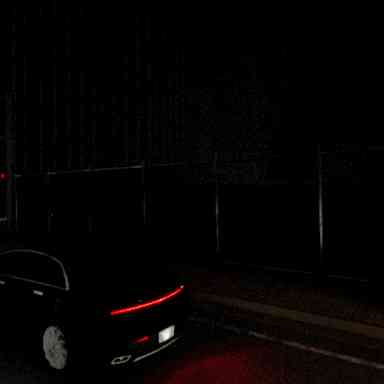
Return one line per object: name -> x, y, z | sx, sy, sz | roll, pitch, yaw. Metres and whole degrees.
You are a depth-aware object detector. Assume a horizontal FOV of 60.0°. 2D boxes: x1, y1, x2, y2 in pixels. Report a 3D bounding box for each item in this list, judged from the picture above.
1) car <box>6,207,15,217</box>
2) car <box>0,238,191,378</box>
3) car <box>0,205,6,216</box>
car -> -15.645, 1.627, 33.632 | 2.097, 1.767, 4.553 | -1, 0, 36
car -> -2.289, 1.558, 5.639 | 4.892, 1.490, 1.837 | 0, 0, 36
car -> -20.192, 1.912, 33.305 | 1.895, 1.301, 4.718 | -1, 0, 36
